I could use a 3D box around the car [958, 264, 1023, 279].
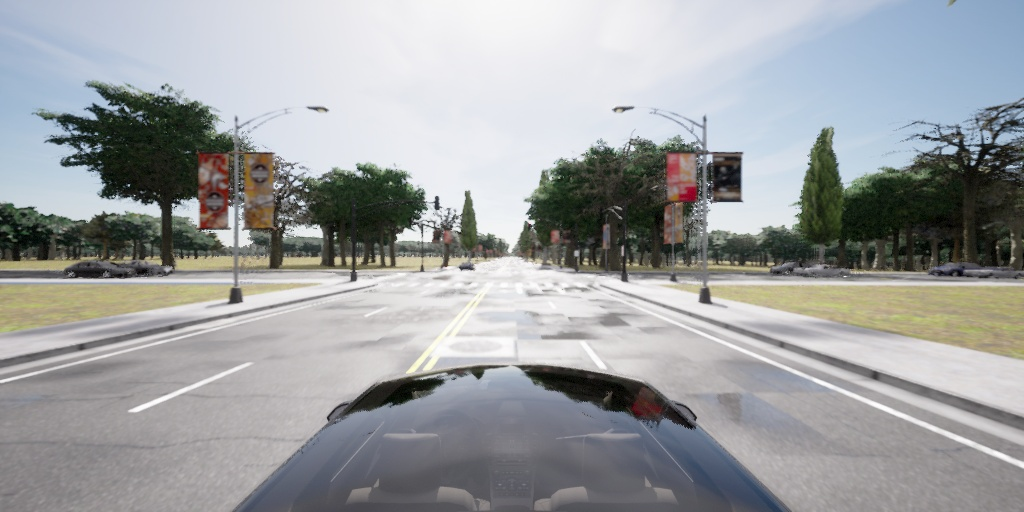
[{"bbox_3d":[50.653,1.781,37.682,4.718,1.301,1.895,1,0,0],"label":"car"}]

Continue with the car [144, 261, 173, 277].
[{"bbox_3d":[-34.768,1.177,33.686,4.902,1.511,2.128,0,0,0],"label":"car"}]

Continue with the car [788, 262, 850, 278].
[{"bbox_3d":[32.378,1.581,37.632,4.718,1.301,1.895,0,0,0],"label":"car"}]

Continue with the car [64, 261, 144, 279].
[{"bbox_3d":[-34.851,1.187,30.433,4.892,1.490,1.837,0,0,0],"label":"car"}]

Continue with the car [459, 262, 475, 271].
[{"bbox_3d":[-6.475,1.479,51.582,1.895,1.301,4.718,0,0,0],"label":"car"}]

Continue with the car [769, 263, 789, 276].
[{"bbox_3d":[32.116,1.486,40.875,4.892,1.490,1.837,0,0,0],"label":"car"}]
